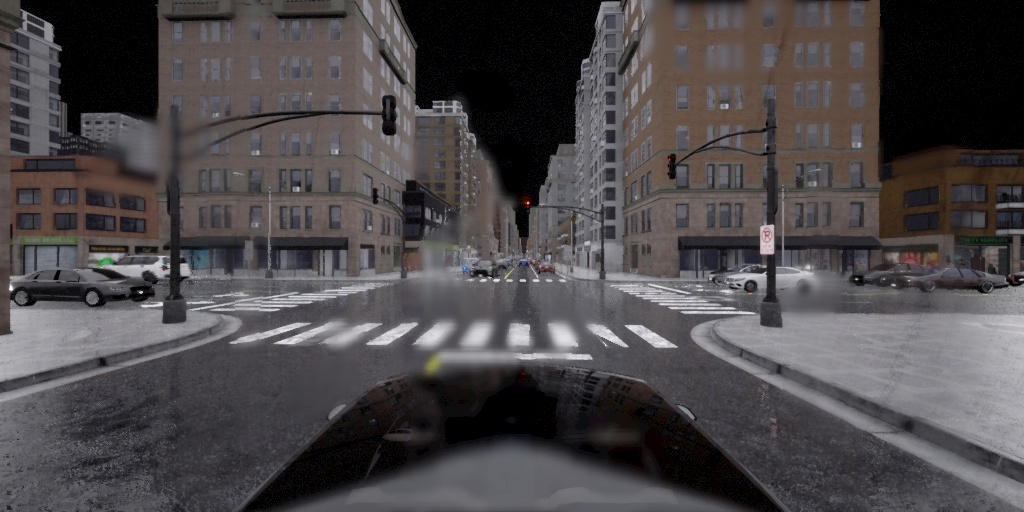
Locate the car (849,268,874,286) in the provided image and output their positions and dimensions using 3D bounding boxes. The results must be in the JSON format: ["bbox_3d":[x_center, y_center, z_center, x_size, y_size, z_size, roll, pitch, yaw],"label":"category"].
[{"bbox_3d":[25.083,1.283,23.506,4.892,1.490,1.837,0,0,2],"label":"car"}]

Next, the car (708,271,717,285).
[{"bbox_3d":[15.666,1.257,23.783,4.902,1.511,2.128,0,0,2],"label":"car"}]

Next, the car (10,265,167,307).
[{"bbox_3d":[-17.632,1.239,14.806,4.892,1.490,1.837,0,0,2],"label":"car"}]

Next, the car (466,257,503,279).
[{"bbox_3d":[-2.454,1.114,33.171,2.097,1.767,4.553,0,0,7],"label":"car"}]

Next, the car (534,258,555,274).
[{"bbox_3d":[3.850,1.210,40.883,1.967,1.591,4.097,0,0,2],"label":"car"}]

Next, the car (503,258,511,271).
[{"bbox_3d":[-1.579,1.381,50.660,1.895,1.301,4.718,0,0,2],"label":"car"}]

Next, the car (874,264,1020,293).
[{"bbox_3d":[24.374,1.325,20.275,5.357,1.411,2.033,0,0,2],"label":"car"}]

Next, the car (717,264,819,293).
[{"bbox_3d":[14.787,1.291,20.556,4.674,1.442,1.812,0,0,3],"label":"car"}]

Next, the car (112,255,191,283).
[{"bbox_3d":[-25.687,0.954,24.989,5.566,2.045,2.150,0,0,2],"label":"car"}]

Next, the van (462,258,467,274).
[{"bbox_3d":[-4.671,1.111,41.175,1.690,1.789,3.998,0,0,2],"label":"van"}]

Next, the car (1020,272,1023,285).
[{"bbox_3d":[35.065,1.360,23.204,4.181,1.385,1.994,0,0,2],"label":"car"}]
